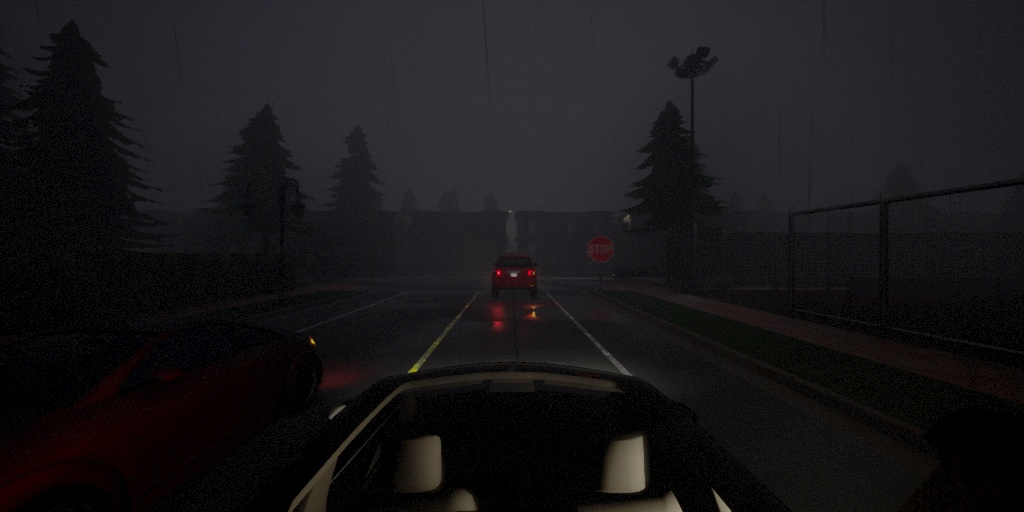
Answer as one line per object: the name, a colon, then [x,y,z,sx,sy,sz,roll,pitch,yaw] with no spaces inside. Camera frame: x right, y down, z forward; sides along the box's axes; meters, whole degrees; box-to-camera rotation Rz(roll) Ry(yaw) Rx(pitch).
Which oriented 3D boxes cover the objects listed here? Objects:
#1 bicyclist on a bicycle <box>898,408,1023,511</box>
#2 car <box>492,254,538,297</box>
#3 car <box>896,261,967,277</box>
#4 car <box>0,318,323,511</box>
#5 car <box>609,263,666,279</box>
bicyclist on a bicycle: [1.421,1.258,0.986,1.656,1.620,0.582,3,1,-1]
car: [0.173,0.941,18.878,2.150,2.045,5.566,0,0,2]
car: [36.466,1.199,31.298,4.902,1.511,2.128,0,0,0]
car: [-3.583,1.313,3.210,1.994,1.385,4.181,0,0,0]
car: [10.921,1.283,30.949,4.718,1.301,1.895,0,0,-3]
